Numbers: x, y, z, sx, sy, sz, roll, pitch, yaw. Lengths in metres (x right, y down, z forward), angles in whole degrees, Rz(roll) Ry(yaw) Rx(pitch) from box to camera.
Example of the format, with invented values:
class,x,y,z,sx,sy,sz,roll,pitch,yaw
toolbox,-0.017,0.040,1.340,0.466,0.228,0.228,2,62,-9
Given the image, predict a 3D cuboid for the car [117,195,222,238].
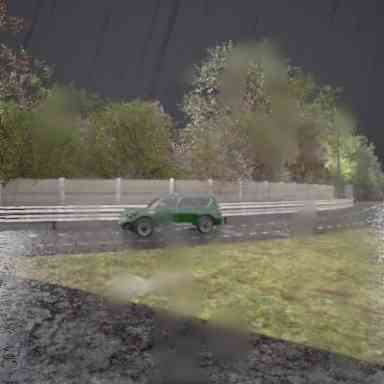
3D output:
class,x,y,z,sx,sy,sz,roll,pitch,yaw
car,-1.092,1.175,17.701,5.566,2.045,2.150,0,0,-23
